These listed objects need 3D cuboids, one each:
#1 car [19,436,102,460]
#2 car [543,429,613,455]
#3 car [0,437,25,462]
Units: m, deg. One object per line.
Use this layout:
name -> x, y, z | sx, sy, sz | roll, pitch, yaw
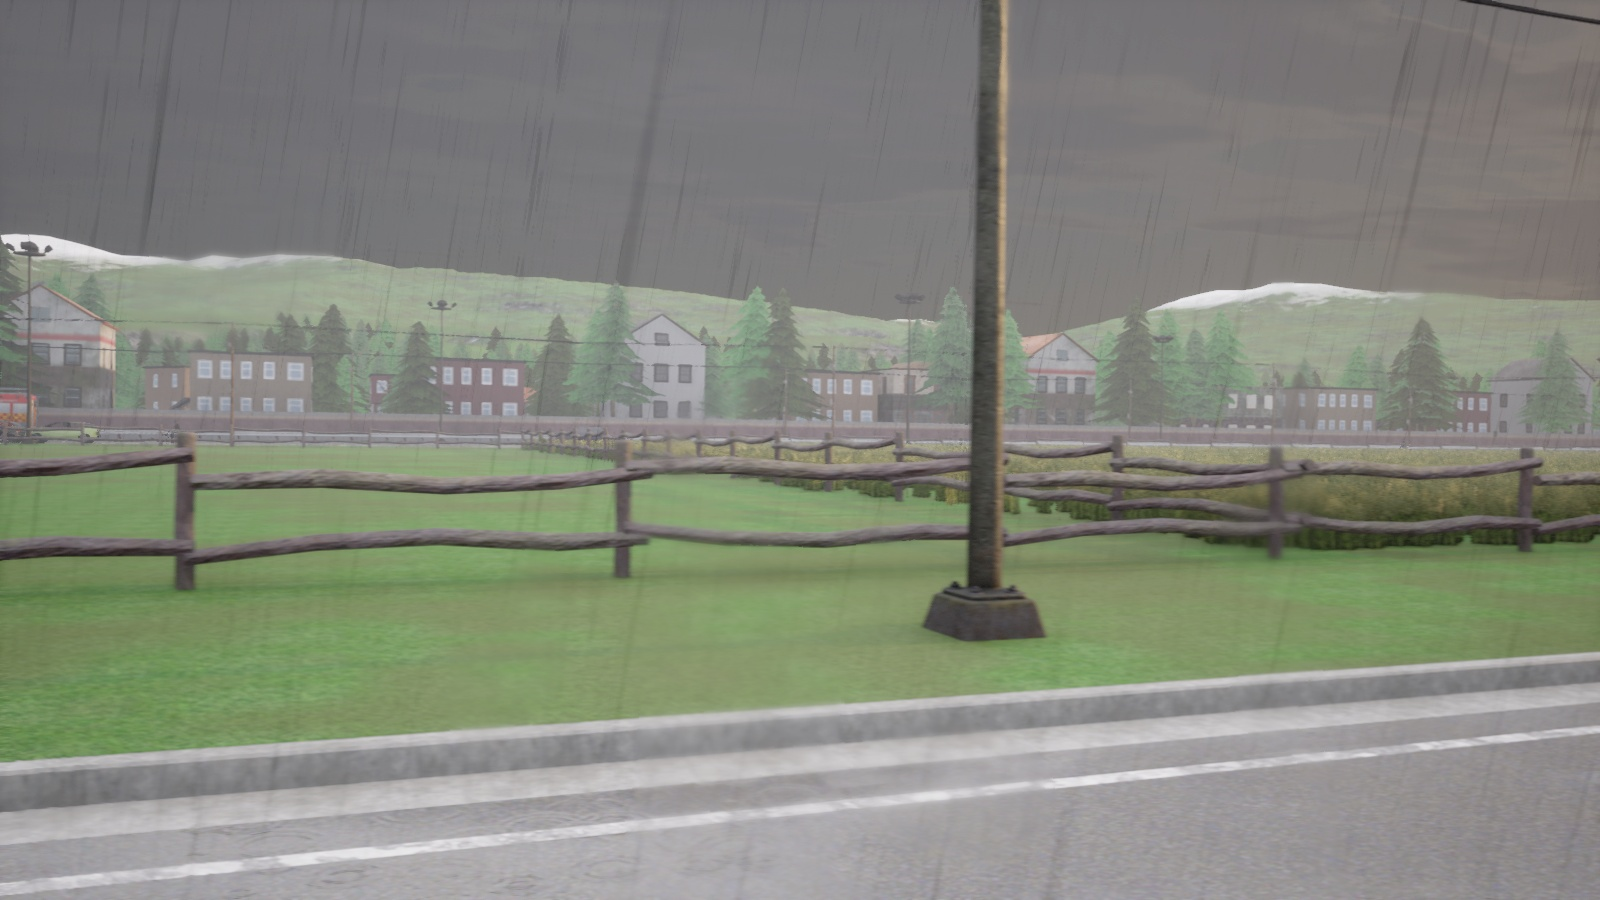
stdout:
car -> -49.531, -0.146, 84.236 | 4.514, 1.525, 2.007 | -1, 1, -21
car -> -15.826, -0.564, 89.384 | 4.553, 1.767, 2.097 | -1, 1, -21
car -> -51.554, -0.031, 79.742 | 3.705, 1.549, 1.789 | -1, 1, -21
